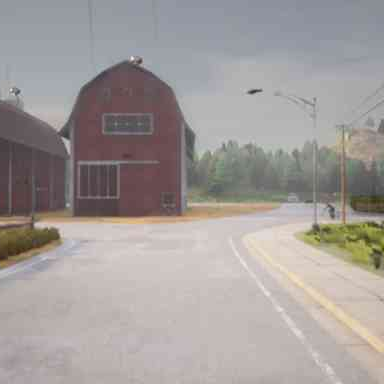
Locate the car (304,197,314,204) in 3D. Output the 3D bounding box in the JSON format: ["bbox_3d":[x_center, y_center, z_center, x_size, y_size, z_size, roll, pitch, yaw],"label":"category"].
[{"bbox_3d":[25.623,1.912,72.577,1.882,1.535,5.008,0,0,12],"label":"car"}]

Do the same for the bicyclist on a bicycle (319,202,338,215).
[{"bbox_3d":[12.424,1.715,30.252,1.656,1.620,0.582,-1,-1,33],"label":"bicyclist on a bicycle"}]

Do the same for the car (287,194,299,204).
[{"bbox_3d":[20.891,1.397,68.910,2.150,2.045,5.566,0,0,16],"label":"car"}]
